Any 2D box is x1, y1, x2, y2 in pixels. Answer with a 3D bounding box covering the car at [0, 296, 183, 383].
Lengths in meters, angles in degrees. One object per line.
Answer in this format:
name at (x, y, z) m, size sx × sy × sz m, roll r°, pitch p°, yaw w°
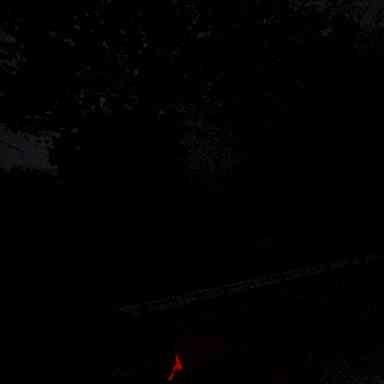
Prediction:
car at (-2.053, 1.563, 2.214) m, size 4.181 × 1.385 × 1.994 m, roll 0°, pitch 0°, yaw -36°
